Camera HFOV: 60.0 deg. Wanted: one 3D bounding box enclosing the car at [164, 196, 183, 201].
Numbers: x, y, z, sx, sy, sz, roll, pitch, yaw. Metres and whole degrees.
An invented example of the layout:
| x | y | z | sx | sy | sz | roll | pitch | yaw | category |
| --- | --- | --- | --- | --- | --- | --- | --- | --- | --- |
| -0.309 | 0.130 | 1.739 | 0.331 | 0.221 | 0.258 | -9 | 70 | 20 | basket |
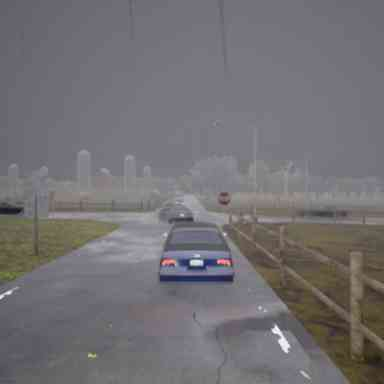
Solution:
| x | y | z | sx | sy | sz | roll | pitch | yaw | category |
| --- | --- | --- | --- | --- | --- | --- | --- | --- | --- |
| -2.804 | 1.507 | 47.023 | 2.097 | 1.767 | 4.553 | 0 | 0 | -1 | car |

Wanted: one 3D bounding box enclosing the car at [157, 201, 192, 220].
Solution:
| x | y | z | sx | sy | sz | roll | pitch | yaw | category |
| --- | --- | --- | --- | --- | --- | --- | --- | --- | --- |
| -1.388 | 1.663 | 25.905 | 1.994 | 1.385 | 4.181 | 1 | 0 | -19 | car |

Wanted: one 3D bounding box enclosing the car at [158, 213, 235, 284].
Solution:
| x | y | z | sx | sy | sz | roll | pitch | yaw | category |
| --- | --- | --- | --- | --- | --- | --- | --- | --- | --- |
| 0.099 | 1.585 | 9.685 | 2.033 | 1.411 | 5.357 | 0 | 0 | 0 | car |

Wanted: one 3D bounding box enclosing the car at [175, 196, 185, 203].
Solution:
| x | y | z | sx | sy | sz | roll | pitch | yaw | category |
| --- | --- | --- | --- | --- | --- | --- | --- | --- | --- |
| -2.769 | 1.736 | 77.465 | 2.128 | 1.511 | 4.902 | 0 | 0 | 0 | car |

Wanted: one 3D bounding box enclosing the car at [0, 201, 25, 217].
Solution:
| x | y | z | sx | sy | sz | roll | pitch | yaw | category |
| --- | --- | --- | --- | --- | --- | --- | --- | --- | --- |
| -16.189 | 1.472 | 29.911 | 4.718 | 1.301 | 1.895 | 1 | 1 | 0 | car |

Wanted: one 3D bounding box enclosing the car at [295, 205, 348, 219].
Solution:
| x | y | z | sx | sy | sz | roll | pitch | yaw | category |
| --- | --- | --- | --- | --- | --- | --- | --- | --- | --- |
| 12.738 | 1.975 | 33.035 | 4.718 | 1.301 | 1.895 | 1 | 1 | 0 | car |
